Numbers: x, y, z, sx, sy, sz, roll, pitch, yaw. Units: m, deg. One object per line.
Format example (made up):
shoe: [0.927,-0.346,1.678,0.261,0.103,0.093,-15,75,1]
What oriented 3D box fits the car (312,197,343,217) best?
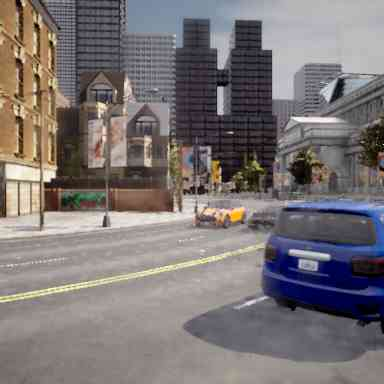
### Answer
car: [12.991,1.352,32.166,2.097,1.767,4.553,0,0,14]

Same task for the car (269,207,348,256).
car: [5.172,1.505,14.304,1.837,1.490,4.892,1,0,36]

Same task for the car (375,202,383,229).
car: [13.324,1.480,21.840,1.882,1.535,5.008,0,0,24]

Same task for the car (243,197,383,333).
car: [3.628,1.218,6.909,2.150,2.045,5.566,0,0,45]

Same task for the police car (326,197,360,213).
police car: [17.394,1.426,38.615,1.930,1.638,5.238,0,0,6]

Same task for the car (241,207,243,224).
car: [5.095,1.550,20.536,2.033,1.411,5.357,0,0,29]

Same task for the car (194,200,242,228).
car: [1.965,1.347,22.125,2.097,1.767,4.553,0,0,29]
